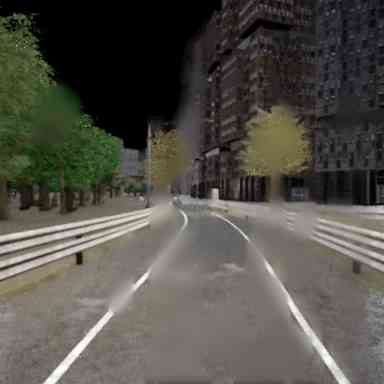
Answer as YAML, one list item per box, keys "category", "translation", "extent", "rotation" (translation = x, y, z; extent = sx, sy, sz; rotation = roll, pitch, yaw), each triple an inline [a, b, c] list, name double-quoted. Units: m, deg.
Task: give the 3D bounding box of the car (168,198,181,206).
- category: "car"
  translation: [-3.388, 1.851, 64.736]
  extent: [2.128, 1.511, 4.902]
  rotation: [0, 0, -15]
